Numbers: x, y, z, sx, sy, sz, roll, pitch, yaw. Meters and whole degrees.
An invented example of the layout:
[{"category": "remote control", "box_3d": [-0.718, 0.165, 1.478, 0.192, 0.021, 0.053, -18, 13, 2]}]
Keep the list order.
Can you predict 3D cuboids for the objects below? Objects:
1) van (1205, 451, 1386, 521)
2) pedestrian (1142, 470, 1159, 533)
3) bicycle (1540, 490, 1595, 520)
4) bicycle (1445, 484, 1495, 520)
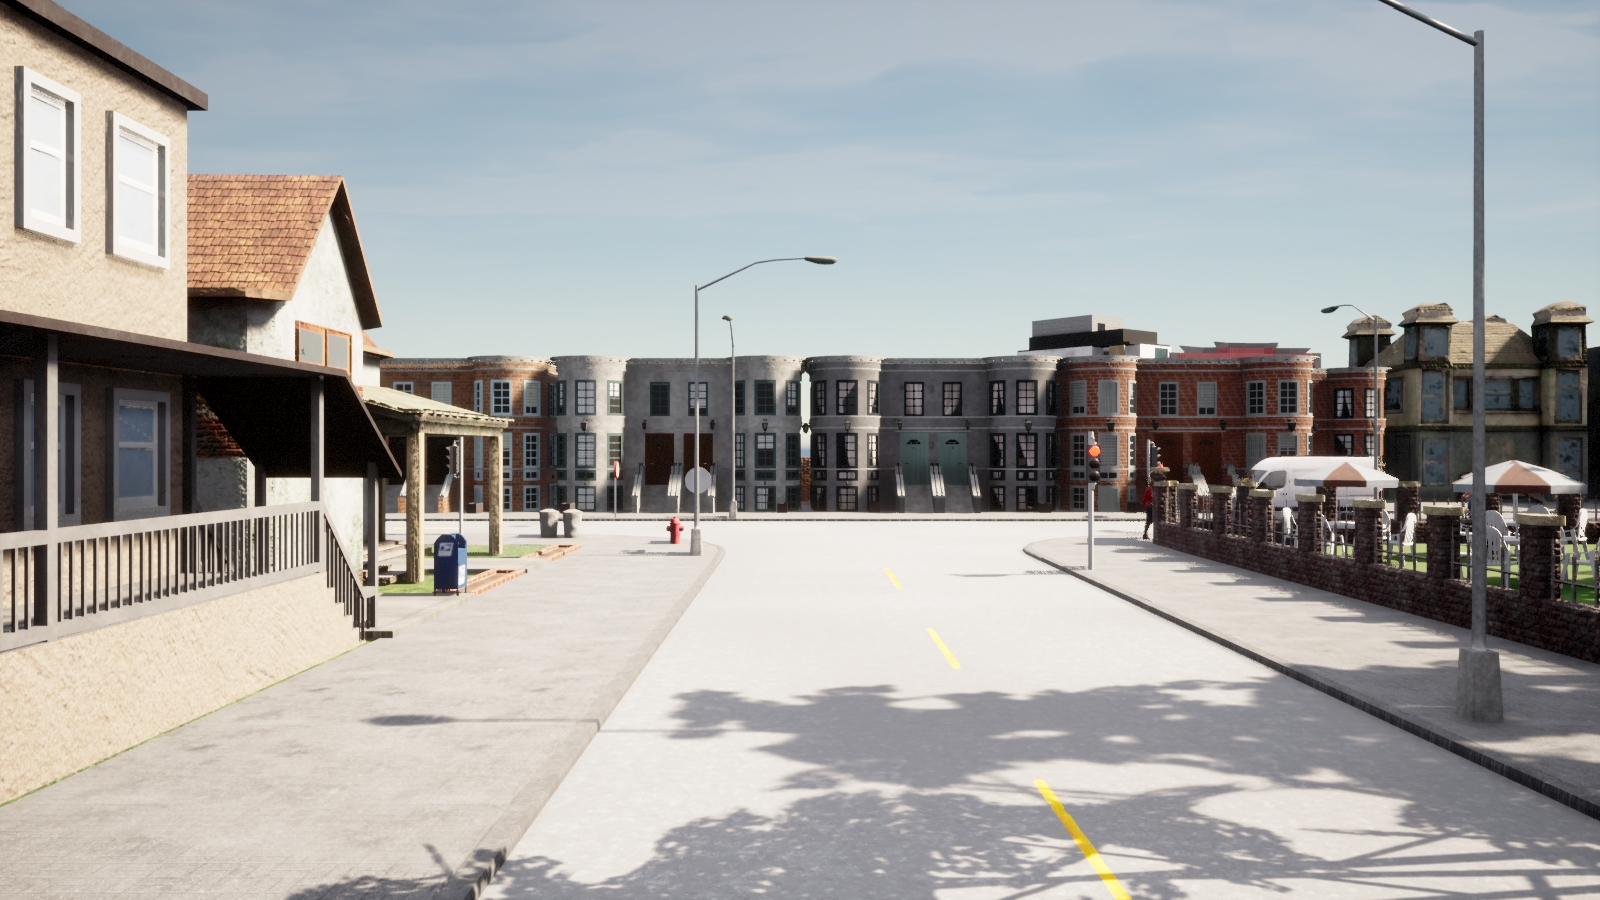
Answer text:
[{"category": "van", "box_3d": [18.465, 1.315, 42.744, 5.915, 2.561, 1.988, 0, 0, 0]}, {"category": "pedestrian", "box_3d": [10.409, 1.516, 33.967, 0.375, 1.860, 0.375, 0, 0, -6]}, {"category": "bicycle", "box_3d": [28.690, 2.036, 42.712, 1.487, 1.080, 0.859, 0, 0, 0]}, {"category": "bicycle", "box_3d": [25.057, 1.936, 42.725, 1.643, 1.296, 0.373, 0, 0, 0]}]
